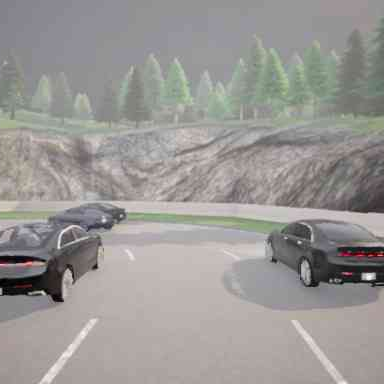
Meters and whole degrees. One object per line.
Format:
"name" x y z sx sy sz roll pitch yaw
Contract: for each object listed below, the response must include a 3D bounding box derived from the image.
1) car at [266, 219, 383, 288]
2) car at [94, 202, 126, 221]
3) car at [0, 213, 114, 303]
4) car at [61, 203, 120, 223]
"car" 3.489 1.508 9.259 1.837 1.490 4.892 0 0 -4
"car" -7.136 1.490 23.884 5.008 1.535 1.882 0 -1 24
"car" -3.525 1.497 8.163 2.128 1.511 4.902 0 0 -2
"car" -6.701 1.574 19.915 4.181 1.385 1.994 0 0 32
